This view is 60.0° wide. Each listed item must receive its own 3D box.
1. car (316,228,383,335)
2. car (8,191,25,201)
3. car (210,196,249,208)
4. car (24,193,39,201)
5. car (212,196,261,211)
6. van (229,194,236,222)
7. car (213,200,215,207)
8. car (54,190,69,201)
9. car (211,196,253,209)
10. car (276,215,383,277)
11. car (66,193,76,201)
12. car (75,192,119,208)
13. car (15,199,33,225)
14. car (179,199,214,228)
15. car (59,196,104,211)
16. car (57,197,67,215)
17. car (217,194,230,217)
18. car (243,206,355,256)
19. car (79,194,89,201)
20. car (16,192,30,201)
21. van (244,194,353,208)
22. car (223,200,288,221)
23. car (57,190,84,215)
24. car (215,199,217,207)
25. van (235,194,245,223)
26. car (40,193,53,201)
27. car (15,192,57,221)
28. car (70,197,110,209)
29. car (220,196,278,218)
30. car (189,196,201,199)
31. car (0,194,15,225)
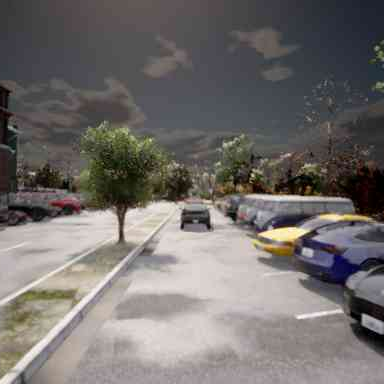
[{"bbox_3d":[4.823,1.497,5.533,4.792,1.488,2.163,1,0,-20],"label":"car"},{"bbox_3d":[-34.435,0.786,65.418,2.185,1.767,4.553,0,-1,-19],"label":"car"},{"bbox_3d":[5.136,1.330,45.905,4.892,1.521,2.231,1,1,-19],"label":"car"},{"bbox_3d":[-31.484,0.913,65.380,2.231,1.521,4.892,0,-1,-19],"label":"car"},{"bbox_3d":[5.249,1.353,39.185,5.366,1.575,1.946,1,0,-20],"label":"car"},{"bbox_3d":[4.834,1.190,20.386,4.442,1.987,1.878,1,0,-20],"label":"van"},{"bbox_3d":[5.025,1.394,35.712,4.792,1.488,2.163,1,1,-20],"label":"car"},{"bbox_3d":[-25.552,0.660,65.242,2.435,2.045,5.566,1,-1,-19],"label":"car"},{"bbox_3d":[5.097,1.343,42.511,4.892,1.521,2.231,1,0,-20],"label":"car"},{"bbox_3d":[4.894,1.487,8.536,4.792,1.488,2.163,1,0,-20],"label":"car"},{"bbox_3d":[-29.811,1.241,82.271,2.185,1.767,4.553,1,-2,-19],"label":"car"},{"bbox_3d":[-13.037,1.050,45.545,5.566,2.045,2.435,-1,1,-19],"label":"car"},{"bbox_3d":[-13.210,1.419,21.484,4.792,1.488,2.163,-1,0,-20],"label":"car"},{"bbox_3d":[0.222,1.433,21.778,1.837,1.490,4.892,0,1,0],"label":"car"},{"bbox_3d":[-13.082,1.332,39.520,5.008,1.535,2.097,-1,0,-19],"label":"car"},{"bbox_3d":[-13.167,1.400,27.496,4.792,1.488,2.163,-1,0,-20],"label":"car"},{"bbox_3d":[4.991,1.156,23.416,5.566,2.045,2.435,1,0,-20],"label":"car"},{"bbox_3d":[4.711,1.442,11.434,5.366,1.575,1.946,1,0,-20],"label":"car"},{"bbox_3d":[-26.797,1.369,82.240,2.231,1.521,4.892,1,-3,-19],"label":"car"},{"bbox_3d":[-41.893,1.116,82.530,2.435,2.045,5.566,1,-3,-19],"label":"car"},{"bbox_3d":[4.800,1.210,14.431,4.442,1.987,1.878,1,0,-20],"label":"van"},{"bbox_3d":[4.983,1.437,26.379,4.674,1.452,2.002,1,0,-20],"label":"car"},{"bbox_3d":[-13.148,1.110,30.505,5.566,2.045,2.435,-1,0,-20],"label":"car"},{"bbox_3d":[5.056,1.251,32.341,4.553,1.767,2.185,1,0,-20],"label":"car"},{"bbox_3d":[4.817,1.200,17.409,4.442,1.987,1.878,1,0,-20],"label":"van"},{"bbox_3d":[-28.527,0.952,65.323,2.002,1.452,4.674,1,-1,-19],"label":"car"},{"bbox_3d":[-13.194,1.129,24.491,5.566,2.045,2.435,-1,0,-20],"label":"car"},{"bbox_3d":[-13.044,1.359,42.546,4.674,1.452,2.002,-1,0,-19],"label":"car"},{"bbox_3d":[4.972,1.260,29.351,4.553,1.767,2.185,1,0,-20],"label":"car"},{"bbox_3d":[0.353,1.218,39.811,2.097,1.767,4.553,0,0,0],"label":"car"},{"bbox_3d":[-13.286,1.149,18.450,5.566,2.045,2.435,-1,0,-20],"label":"car"}]
